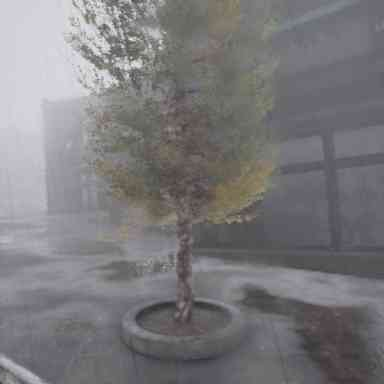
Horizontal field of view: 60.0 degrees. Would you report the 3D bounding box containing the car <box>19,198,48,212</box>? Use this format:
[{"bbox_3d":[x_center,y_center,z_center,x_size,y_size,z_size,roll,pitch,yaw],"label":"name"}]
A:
[{"bbox_3d":[-25.008,2.026,53.194,2.435,2.045,5.566,-4,-1,15],"label":"car"}]
